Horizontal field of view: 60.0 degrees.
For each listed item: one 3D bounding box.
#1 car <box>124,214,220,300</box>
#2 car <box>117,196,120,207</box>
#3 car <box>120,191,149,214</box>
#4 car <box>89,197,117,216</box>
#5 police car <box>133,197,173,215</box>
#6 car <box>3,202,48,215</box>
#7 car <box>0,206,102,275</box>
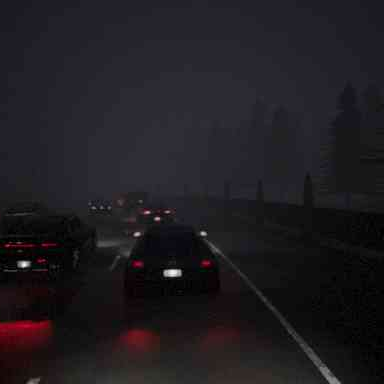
[{"bbox_3d":[-0.528,1.493,8.321,1.994,1.385,4.181,0,1,-5],"label":"car"},{"bbox_3d":[-9.081,1.095,42.886,1.801,1.575,5.366,0,0,-21],"label":"car"},{"bbox_3d":[-5.359,0.949,32.180,2.150,2.045,5.566,0,0,-17],"label":"car"},{"bbox_3d":[-7.978,1.301,29.128,2.033,1.411,5.357,0,0,-17],"label":"car"},{"bbox_3d":[-2.427,1.326,21.028,2.038,1.542,4.974,0,0,-12],"label":"police car"},{"bbox_3d":[-9.080,1.330,18.864,2.128,1.511,4.902,0,0,-11],"label":"car"},{"bbox_3d":[-4.196,1.418,10.230,1.837,1.490,4.892,0,1,-6],"label":"car"}]
